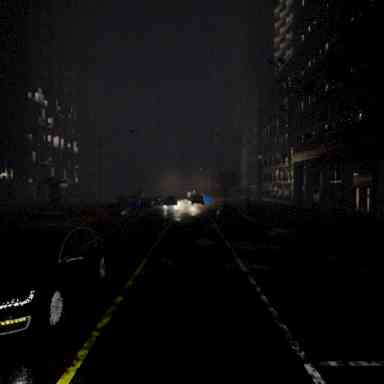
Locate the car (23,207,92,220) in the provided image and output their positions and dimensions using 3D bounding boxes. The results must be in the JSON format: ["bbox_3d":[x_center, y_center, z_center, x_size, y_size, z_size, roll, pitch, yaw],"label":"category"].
[{"bbox_3d":[-5.709,1.488,12.969,2.008,1.369,4.403,-1,0,0],"label":"car"}]

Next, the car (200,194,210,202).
[{"bbox_3d":[2.640,1.156,69.223,1.967,1.590,4.097,-1,0,0],"label":"car"}]

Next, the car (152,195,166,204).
[{"bbox_3d":[-5.732,1.305,57.969,2.008,1.369,4.403,-1,0,0],"label":"car"}]

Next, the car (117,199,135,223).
[{"bbox_3d":[-5.715,1.433,24.219,1.887,1.381,4.507,-1,0,0],"label":"car"}]

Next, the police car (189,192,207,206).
[{"bbox_3d":[0.874,1.209,50.207,1.930,1.638,5.238,0,0,0],"label":"police car"}]

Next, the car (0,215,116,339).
[{"bbox_3d":[-3.104,1.471,6.850,1.837,1.490,4.892,0,0,0],"label":"car"}]

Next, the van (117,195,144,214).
[{"bbox_3d":[-5.721,1.206,29.843,1.690,1.788,3.998,-1,0,0],"label":"van"}]

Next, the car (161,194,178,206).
[{"bbox_3d":[-3.103,1.288,49.848,1.837,1.490,4.892,0,1,0],"label":"car"}]

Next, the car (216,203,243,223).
[{"bbox_3d":[2.666,1.470,24.224,1.802,1.307,4.206,-1,0,0],"label":"car"}]

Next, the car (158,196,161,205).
[{"bbox_3d":[-5.729,1.326,52.345,2.008,1.369,4.403,-1,0,0],"label":"car"}]

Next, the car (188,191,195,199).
[{"bbox_3d":[0.858,1.099,60.070,2.097,1.767,4.553,0,0,0],"label":"car"}]

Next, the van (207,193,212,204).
[{"bbox_3d":[2.644,1.096,57.973,1.690,1.788,3.998,-1,0,0],"label":"van"}]

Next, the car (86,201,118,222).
[{"bbox_3d":[-5.712,1.439,18.424,1.752,1.417,4.829,-1,0,0],"label":"car"}]

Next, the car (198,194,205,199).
[{"bbox_3d":[2.630,1.168,91.894,1.752,1.417,4.829,-1,0,0],"label":"car"}]

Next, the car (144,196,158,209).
[{"bbox_3d":[-5.723,1.363,41.093,1.887,1.381,4.507,-1,0,0],"label":"car"}]

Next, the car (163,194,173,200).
[{"bbox_3d":[-5.743,1.229,80.469,2.008,1.369,4.403,-1,0,0],"label":"car"}]
